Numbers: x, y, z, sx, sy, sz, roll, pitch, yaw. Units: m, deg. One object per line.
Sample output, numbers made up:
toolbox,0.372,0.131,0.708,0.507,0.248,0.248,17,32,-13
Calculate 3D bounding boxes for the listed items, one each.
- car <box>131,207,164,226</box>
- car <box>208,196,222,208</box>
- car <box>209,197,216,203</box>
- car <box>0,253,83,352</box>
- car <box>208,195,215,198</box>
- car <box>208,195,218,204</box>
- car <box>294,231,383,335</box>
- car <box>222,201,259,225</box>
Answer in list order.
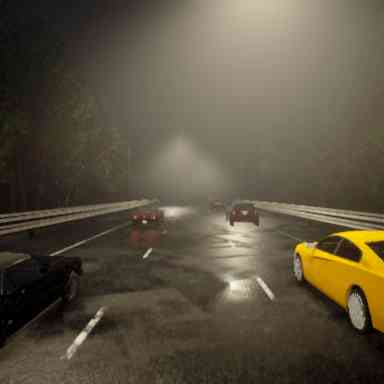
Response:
car,-3.232,1.801,25.177,1.895,1.301,4.718,0,0,1
car,4.284,1.873,56.556,2.033,1.649,4.856,0,0,2
car,5.427,2.187,89.400,1.837,1.490,4.892,0,0,2
car,-3.385,1.645,5.417,1.895,1.301,4.718,0,0,0
car,4.609,2.001,67.506,1.882,1.535,5.008,0,0,2
car,4.991,1.826,78.486,2.150,2.045,5.566,0,0,2
car,3.622,1.534,6.834,1.882,1.535,5.008,0,0,0
car,3.779,1.558,25.769,2.097,1.767,4.553,0,0,1
